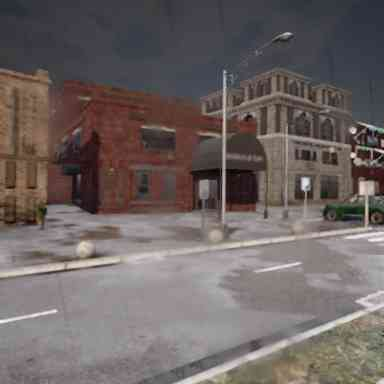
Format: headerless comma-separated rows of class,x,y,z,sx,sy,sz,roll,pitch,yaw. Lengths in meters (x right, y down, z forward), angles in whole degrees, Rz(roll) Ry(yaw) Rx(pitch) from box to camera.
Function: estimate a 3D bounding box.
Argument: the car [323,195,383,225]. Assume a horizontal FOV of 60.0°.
car,12.466,1.206,24.390,2.435,2.045,5.566,0,0,-35
